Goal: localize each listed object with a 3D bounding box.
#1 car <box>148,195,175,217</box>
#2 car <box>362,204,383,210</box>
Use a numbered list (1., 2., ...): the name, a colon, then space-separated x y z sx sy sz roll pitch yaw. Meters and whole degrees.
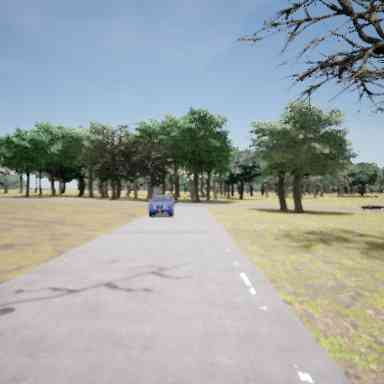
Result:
1. car: -2.853 1.306 32.153 2.150 2.045 5.566 0 0 0
2. car: 39.082 3.185 71.076 4.718 1.301 1.895 2 0 -1
